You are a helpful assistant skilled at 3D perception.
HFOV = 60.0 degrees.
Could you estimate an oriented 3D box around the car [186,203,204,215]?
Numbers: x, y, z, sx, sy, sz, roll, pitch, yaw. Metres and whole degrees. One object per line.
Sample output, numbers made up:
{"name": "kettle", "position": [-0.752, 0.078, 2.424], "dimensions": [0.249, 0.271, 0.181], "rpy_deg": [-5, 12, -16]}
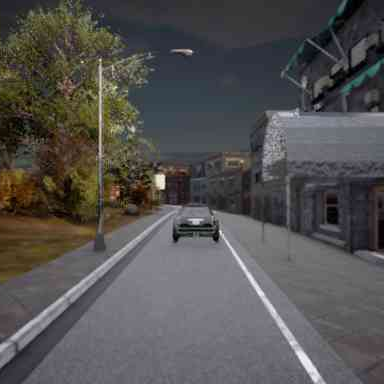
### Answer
{"name": "car", "position": [0.315, 1.879, 37.907], "dimensions": [1.895, 1.301, 4.718], "rpy_deg": [0, -2, 0]}

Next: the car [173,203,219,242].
{"name": "car", "position": [0.185, 1.357, 16.644], "dimensions": [2.097, 1.767, 4.553], "rpy_deg": [0, 0, 0]}
